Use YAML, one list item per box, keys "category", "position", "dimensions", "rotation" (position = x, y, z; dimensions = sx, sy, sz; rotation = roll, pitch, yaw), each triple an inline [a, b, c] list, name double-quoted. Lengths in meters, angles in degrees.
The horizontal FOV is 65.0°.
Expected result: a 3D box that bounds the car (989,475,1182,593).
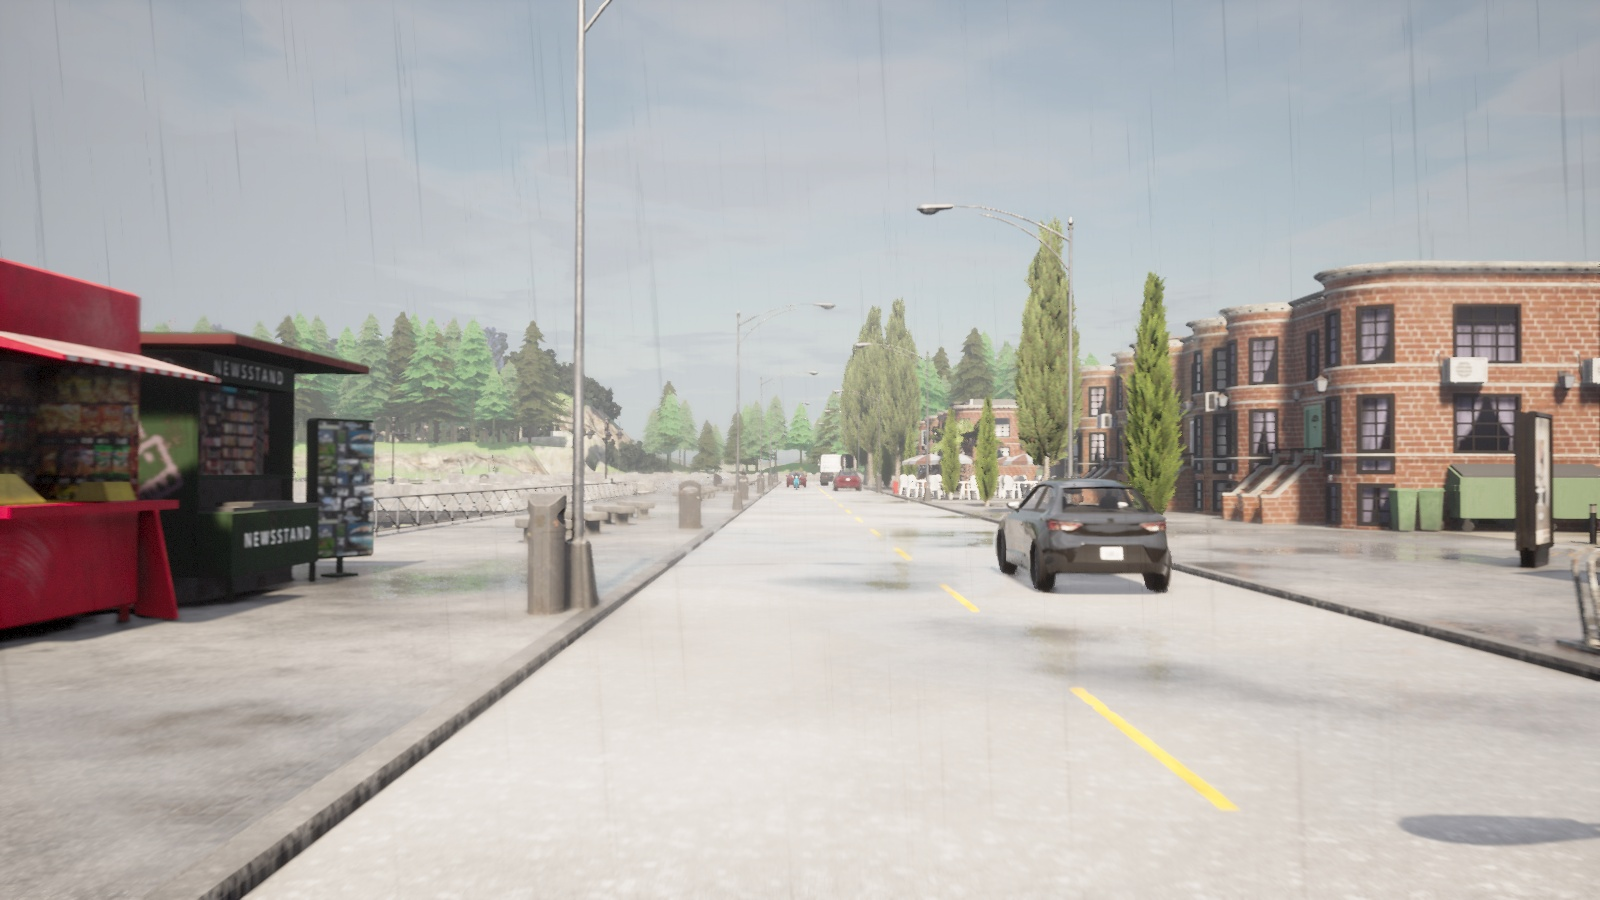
- category: "car"
  position: [3.952, 1.116, 18.102]
  dimensions: [1.816, 1.474, 4.193]
  rotation: [0, -1, 0]
